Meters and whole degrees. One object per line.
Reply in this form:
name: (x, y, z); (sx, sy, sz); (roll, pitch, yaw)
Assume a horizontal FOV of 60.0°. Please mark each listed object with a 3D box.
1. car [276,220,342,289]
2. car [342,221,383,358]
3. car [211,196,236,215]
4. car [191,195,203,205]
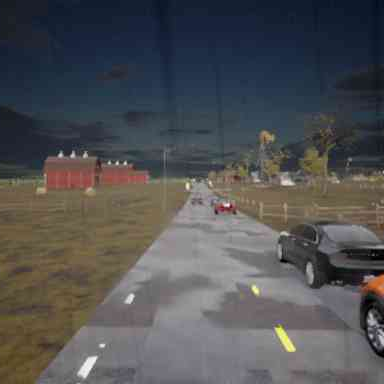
car: (3.697, 1.536, 9.221); (1.837, 1.490, 4.892); (1, 0, 1)
car: (3.528, 1.364, 3.182); (2.097, 1.767, 4.553); (-1, 0, 1)
car: (3.318, 1.304, 34.221); (2.097, 1.767, 4.553); (1, 0, 1)
car: (0.796, 1.236, 51.543); (2.033, 1.411, 5.357); (1, 1, 1)
